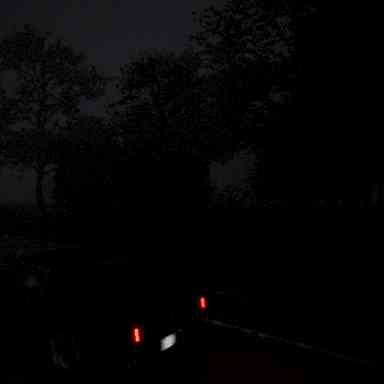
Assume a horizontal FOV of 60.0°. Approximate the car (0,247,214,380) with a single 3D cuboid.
[{"bbox_3d":[-2.097,1.601,5.488,4.718,1.301,1.895,0,0,36],"label":"car"}]
